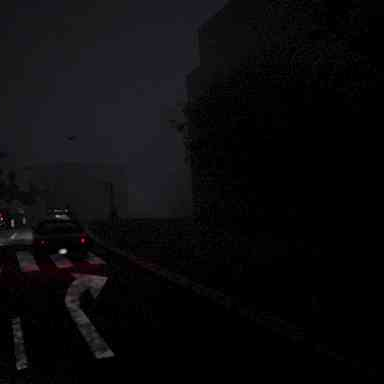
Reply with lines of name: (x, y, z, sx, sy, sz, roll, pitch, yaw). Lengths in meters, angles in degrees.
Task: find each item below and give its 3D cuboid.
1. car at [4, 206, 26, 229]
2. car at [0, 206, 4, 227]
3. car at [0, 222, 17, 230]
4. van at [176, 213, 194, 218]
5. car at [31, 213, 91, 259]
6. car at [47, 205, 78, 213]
car: (-12.989, 1.739, 23.055, 1.837, 1.490, 4.892, -2, -2, -13)
car: (-8.575, 1.516, 12.514, 2.097, 1.767, 4.553, 0, 0, -26)
car: (-32.201, 5.928, 57.703, 4.718, 1.301, 1.895, -6, -6, 44)
van: (-1.303, 5.216, 65.272, 1.878, 1.987, 4.442, 6, -10, -41)
car: (-5.472, 1.762, 13.501, 1.895, 1.301, 4.718, 0, 0, -27)
car: (-10.487, 1.800, 27.087, 2.128, 1.511, 4.902, -2, -4, -12)
